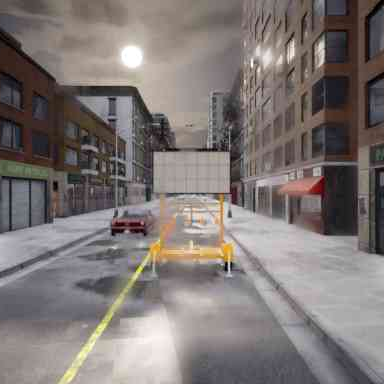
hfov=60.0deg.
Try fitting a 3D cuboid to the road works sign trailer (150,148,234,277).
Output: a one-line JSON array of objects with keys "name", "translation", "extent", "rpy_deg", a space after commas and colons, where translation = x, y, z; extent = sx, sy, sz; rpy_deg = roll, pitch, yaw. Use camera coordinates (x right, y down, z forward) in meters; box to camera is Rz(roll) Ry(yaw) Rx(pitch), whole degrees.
[{"name": "road works sign trailer", "translation": [-0.008, 0.465, 10.225], "extent": [2.380, 3.560, 2.880], "rpy_deg": [0, 0, 0]}]

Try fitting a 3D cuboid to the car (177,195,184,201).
[{"name": "car", "translation": [-3.084, 1.588, 89.327], "extent": [1.812, 1.442, 4.674], "rpy_deg": [0, 0, 0]}]

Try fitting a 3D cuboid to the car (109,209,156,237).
[{"name": "car", "translation": [-3.115, 1.605, 18.227], "extent": [1.895, 1.301, 4.718], "rpy_deg": [0, 0, 0]}]
